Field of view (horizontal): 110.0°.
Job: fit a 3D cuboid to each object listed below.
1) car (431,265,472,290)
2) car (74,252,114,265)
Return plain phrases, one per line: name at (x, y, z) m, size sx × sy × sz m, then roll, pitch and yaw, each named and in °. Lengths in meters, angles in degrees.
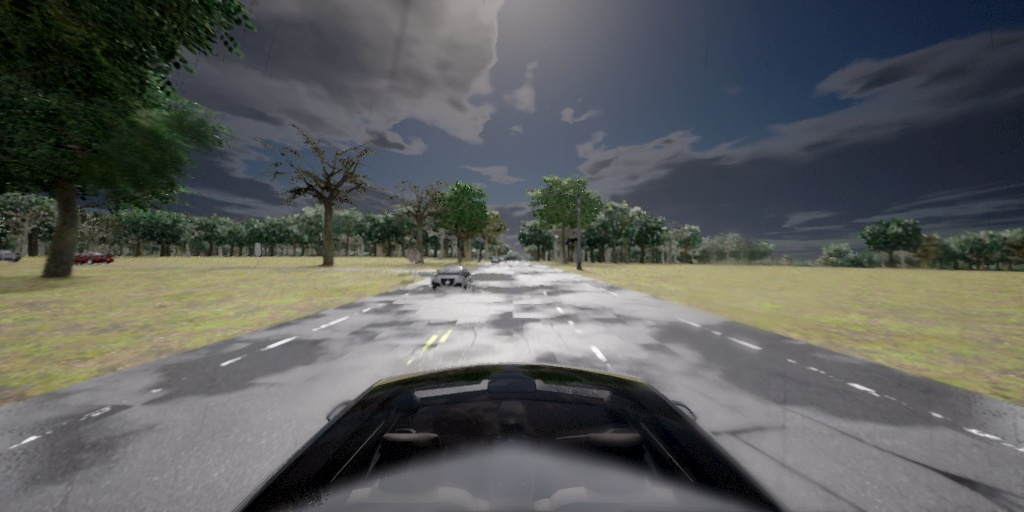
car at (-3.536, 1.249, 21.687) m, size 1.994 × 1.385 × 4.181 m, roll 0°, pitch 0°, yaw 0°
car at (-49.096, 0.240, 41.402) m, size 5.008 × 1.535 × 1.882 m, roll 1°, pitch -1°, yaw 0°
